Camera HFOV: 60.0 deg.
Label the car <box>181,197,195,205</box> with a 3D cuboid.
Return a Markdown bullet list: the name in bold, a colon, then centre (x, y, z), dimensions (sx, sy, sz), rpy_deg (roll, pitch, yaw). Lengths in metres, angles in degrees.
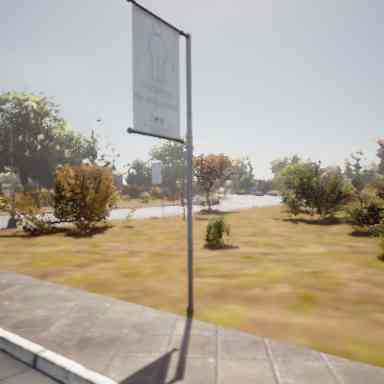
- **car**: centre (0.051, 1.580, 58.251), dimensions (1.812, 1.442, 4.674), rpy_deg (-1, 1, 37)

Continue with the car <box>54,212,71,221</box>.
- **car**: centre (-9.614, 1.706, 29.299), dimensions (1.837, 1.490, 4.892), rpy_deg (-1, 0, 39)

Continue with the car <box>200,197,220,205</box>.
- **car**: centre (2.893, 1.583, 56.204), dimensions (1.994, 1.385, 4.181), rpy_deg (-1, 1, 37)
